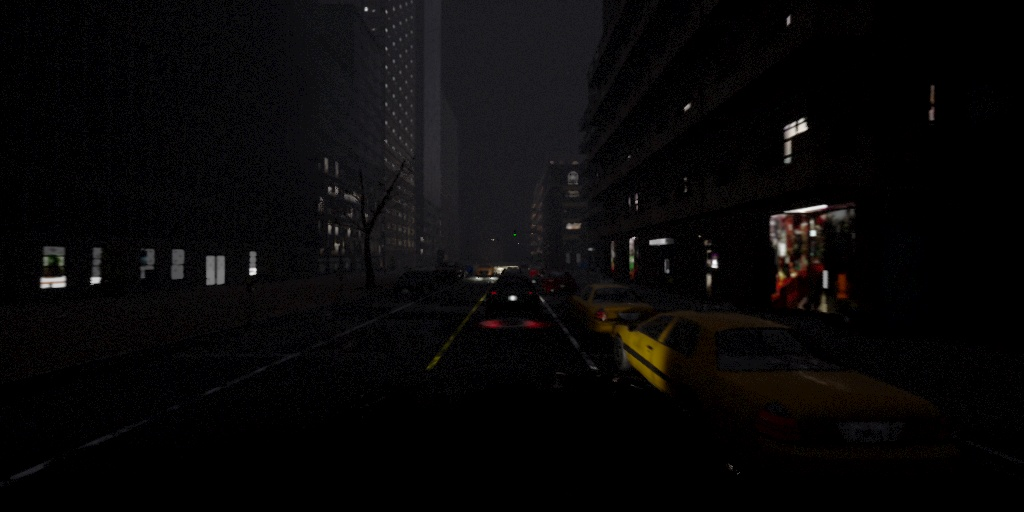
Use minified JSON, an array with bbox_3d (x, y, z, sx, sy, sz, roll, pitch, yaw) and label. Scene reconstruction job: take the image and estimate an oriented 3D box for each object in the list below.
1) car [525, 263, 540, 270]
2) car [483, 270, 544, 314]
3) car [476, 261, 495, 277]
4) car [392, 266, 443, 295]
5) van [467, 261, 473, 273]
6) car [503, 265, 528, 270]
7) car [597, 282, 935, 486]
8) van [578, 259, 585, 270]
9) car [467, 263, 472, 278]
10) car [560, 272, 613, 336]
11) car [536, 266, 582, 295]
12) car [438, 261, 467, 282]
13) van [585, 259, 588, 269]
[{"bbox_3d":[2.678,1.659,37.959,1.888,1.381,4.507,0,0,0],"label":"car"},{"bbox_3d":[0.042,1.440,14.392,1.994,1.385,4.181,0,0,0],"label":"car"},{"bbox_3d":[-3.067,1.632,41.845,1.882,1.535,5.008,0,-1,0],"label":"car"},{"bbox_3d":[-5.698,1.511,21.390,1.948,1.339,4.313,0,0,0],"label":"car"},{"bbox_3d":[-5.704,1.512,43.480,1.690,1.789,3.998,0,0,0],"label":"van"},{"bbox_3d":[0.030,1.618,28.589,1.895,1.301,4.718,0,-1,0],"label":"car"},{"bbox_3d":[2.688,1.306,4.993,1.751,1.417,4.829,0,0,0],"label":"car"},{"bbox_3d":[13.702,1.495,63.448,3.998,1.789,1.690,0,0,0],"label":"van"},{"bbox_3d":[-5.703,1.680,37.957,1.948,1.339,4.313,0,0,0],"label":"car"},{"bbox_3d":[2.686,1.360,10.516,1.751,1.417,4.829,0,0,0],"label":"car"},{"bbox_3d":[2.683,1.490,21.392,1.888,1.381,4.507,0,0,0],"label":"car"},{"bbox_3d":[-5.701,1.372,32.434,2.192,1.841,5.009,0,0,0],"label":"car"},{"bbox_3d":[13.726,1.446,55.068,3.998,1.789,1.690,0,0,0],"label":"van"}]
